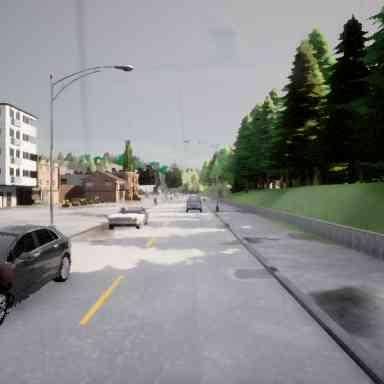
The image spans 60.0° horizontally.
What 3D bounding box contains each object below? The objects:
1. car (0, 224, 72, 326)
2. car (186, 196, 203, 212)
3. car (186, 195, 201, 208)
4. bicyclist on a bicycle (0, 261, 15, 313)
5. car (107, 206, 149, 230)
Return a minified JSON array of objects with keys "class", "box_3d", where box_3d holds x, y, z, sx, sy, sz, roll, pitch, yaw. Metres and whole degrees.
[{"class":"car","box_3d":[-4.073,1.504,6.921,1.837,1.490,4.892,0,1,0]},{"class":"car","box_3d":[0.235,1.547,38.321,2.033,1.411,5.357,0,0,0]},{"class":"car","box_3d":[0.262,1.352,48.449,2.097,1.767,4.553,0,0,0]},{"class":"bicyclist on a bicycle","box_3d":[-2.945,1.253,4.341,1.656,1.620,0.582,17,31,-52]},{"class":"car","box_3d":[-3.943,1.601,21.214,1.895,1.301,4.718,0,0,1]}]
